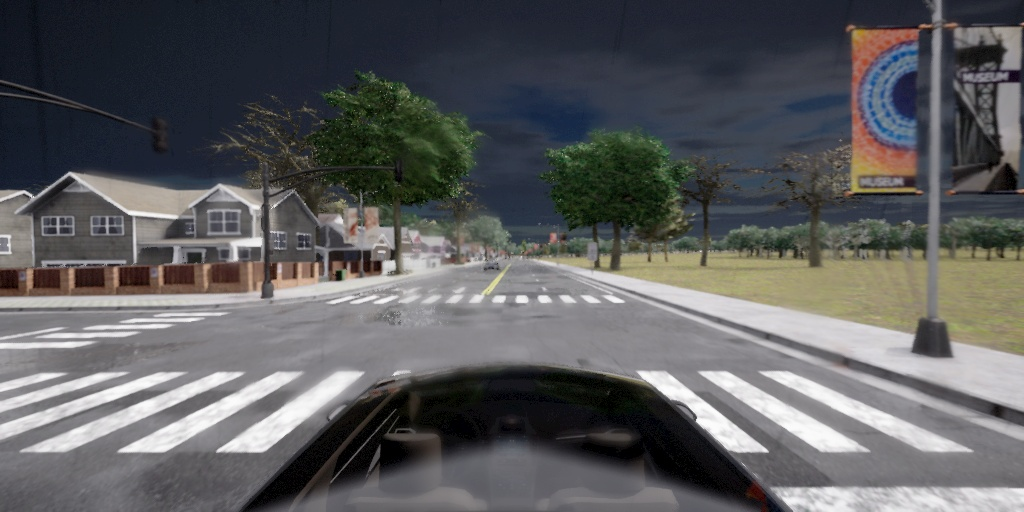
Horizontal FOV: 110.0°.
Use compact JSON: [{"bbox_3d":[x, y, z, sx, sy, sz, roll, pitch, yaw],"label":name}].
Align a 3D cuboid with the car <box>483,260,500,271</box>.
[{"bbox_3d":[-2.583,1.279,46.631,1.994,1.385,4.181,0,1,1],"label":"car"}]
